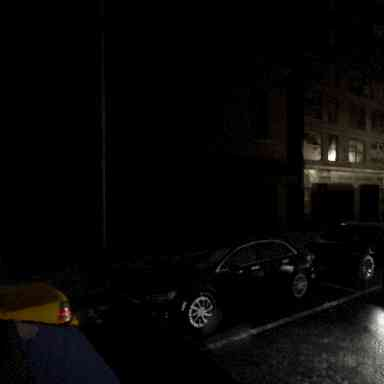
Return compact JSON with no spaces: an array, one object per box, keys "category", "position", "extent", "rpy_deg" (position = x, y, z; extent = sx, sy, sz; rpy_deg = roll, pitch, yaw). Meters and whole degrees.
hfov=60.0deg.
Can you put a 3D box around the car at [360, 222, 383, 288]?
[{"category":"car","position":[6.219,1.498,7.617],"extent":[4.902,1.511,2.128],"rpy_deg":[0,0,-36]}]

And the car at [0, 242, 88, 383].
[{"category":"car","position":[-3.771,1.540,3.465],"extent":[4.829,1.417,1.752],"rpy_deg":[0,0,-36]}]

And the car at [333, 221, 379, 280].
[{"category":"car","position":[5.109,1.579,9.950],"extent":[4.313,1.339,1.947],"rpy_deg":[0,0,-36]}]

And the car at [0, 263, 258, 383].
[{"category":"car","position":[-2.079,1.555,1.532],"extent":[5.357,1.411,2.033],"rpy_deg":[0,0,-33]}]

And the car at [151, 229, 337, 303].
[{"category":"car","position":[0.738,1.565,6.758],"extent":[4.403,1.369,2.008],"rpy_deg":[0,0,-36]}]
